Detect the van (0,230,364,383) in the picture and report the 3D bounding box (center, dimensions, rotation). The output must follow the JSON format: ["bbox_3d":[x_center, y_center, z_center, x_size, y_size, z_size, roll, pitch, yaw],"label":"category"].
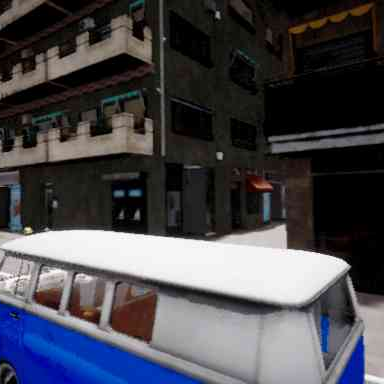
[{"bbox_3d":[-0.490,1.351,3.240,3.998,1.788,1.690,0,-1,36],"label":"van"}]
